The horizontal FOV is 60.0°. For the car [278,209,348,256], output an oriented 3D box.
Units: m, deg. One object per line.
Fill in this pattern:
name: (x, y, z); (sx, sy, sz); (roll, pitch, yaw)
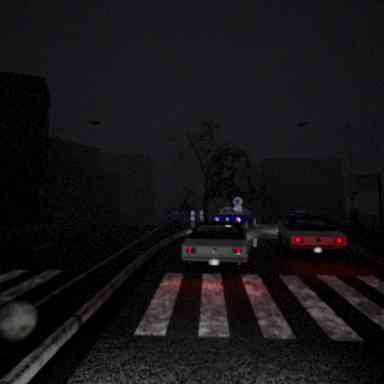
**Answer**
car: (4.486, 1.566, 13.063); (1.895, 1.301, 4.718); (0, 1, 9)

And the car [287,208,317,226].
car: (9.481, 2.200, 28.346); (1.812, 1.442, 4.674); (-2, -6, 26)

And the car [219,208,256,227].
car: (2.694, 1.601, 20.443); (1.895, 1.301, 4.718); (-1, -2, 20)

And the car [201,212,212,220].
car: (3.344, 5.586, 77.535); (2.128, 1.511, 4.902); (1, 0, 0)

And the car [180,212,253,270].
car: (0.909, 1.600, 11.153); (1.895, 1.301, 4.718); (0, 0, 8)
